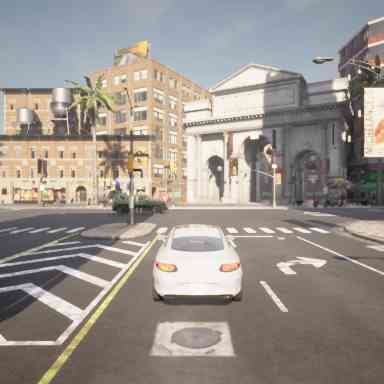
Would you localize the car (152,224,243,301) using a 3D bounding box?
[{"bbox_3d":[0.109,1.526,8.211,1.812,1.442,4.674,0,0,0],"label":"car"}]

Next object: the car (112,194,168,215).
[{"bbox_3d":[-5.199,1.221,33.367,5.566,2.045,2.150,0,0,1],"label":"car"}]
